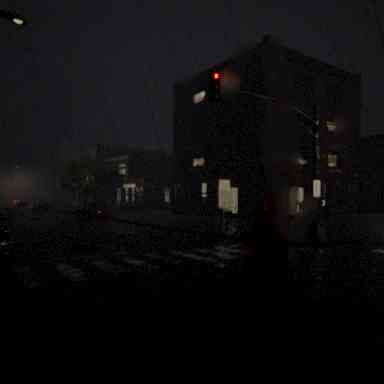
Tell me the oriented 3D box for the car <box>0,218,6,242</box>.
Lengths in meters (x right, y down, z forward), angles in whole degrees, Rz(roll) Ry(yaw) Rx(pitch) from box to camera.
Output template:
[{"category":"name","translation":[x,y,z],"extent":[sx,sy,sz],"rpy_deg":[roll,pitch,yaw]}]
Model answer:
[{"category":"car","translation":[-10.113,1.609,16.064],"extent":[1.887,1.381,4.507],"rpy_deg":[0,-1,-35]}]

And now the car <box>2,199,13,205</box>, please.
[{"category":"car","translation":[-44.669,2.357,80.398],"extent":[1.752,1.417,4.829],"rpy_deg":[0,-1,-35]}]

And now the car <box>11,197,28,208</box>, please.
[{"category":"car","translation":[-31.899,2.069,62.115],"extent":[1.967,1.590,4.097],"rpy_deg":[0,-1,-35]}]

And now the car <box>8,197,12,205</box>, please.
[{"category":"car","translation":[-35.066,2.261,66.650],"extent":[1.802,1.307,4.206],"rpy_deg":[0,-1,-35]}]

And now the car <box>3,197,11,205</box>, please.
[{"category":"car","translation":[-41.403,2.094,75.724],"extent":[2.192,1.841,5.009],"rpy_deg":[0,-1,-35]}]

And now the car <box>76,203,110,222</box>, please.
[{"category":"car","translation":[-8.815,1.716,29.292],"extent":[1.967,1.590,4.097],"rpy_deg":[0,-1,-35]}]

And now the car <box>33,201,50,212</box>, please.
[{"category":"car","translation":[-21.492,1.993,47.337],"extent":[1.752,1.417,4.829],"rpy_deg":[0,-1,-35]}]
